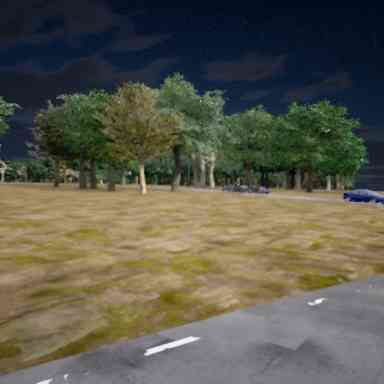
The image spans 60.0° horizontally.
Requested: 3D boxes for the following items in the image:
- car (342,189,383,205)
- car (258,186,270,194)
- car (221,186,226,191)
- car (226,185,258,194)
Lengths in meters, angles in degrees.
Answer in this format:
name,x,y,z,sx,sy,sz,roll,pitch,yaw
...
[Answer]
name,x,y,z,sx,sy,sz,roll,pitch,yaw
car,18.652,0.482,35.721,1.882,1.535,5.008,1,2,-25
car,11.775,-0.363,58.483,1.994,1.385,4.181,1,2,-24
car,7.658,-0.783,67.399,1.994,1.385,4.181,1,2,-24
car,8.690,-0.466,57.804,2.033,1.411,5.357,1,2,-24
